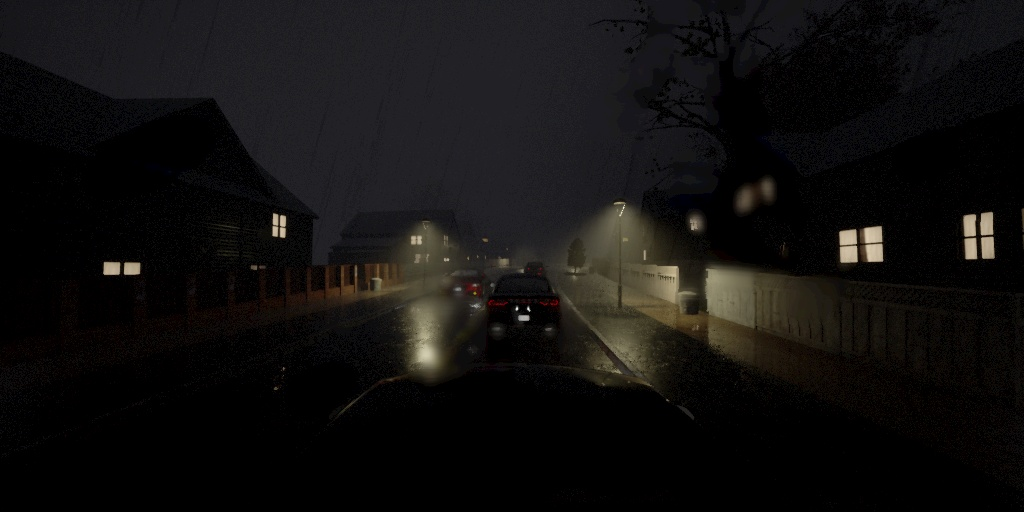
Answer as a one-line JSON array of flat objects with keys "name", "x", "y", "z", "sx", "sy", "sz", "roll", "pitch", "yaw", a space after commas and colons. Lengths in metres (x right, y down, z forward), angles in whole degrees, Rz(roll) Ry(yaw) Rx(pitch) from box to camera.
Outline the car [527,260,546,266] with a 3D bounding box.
[{"name": "car", "x": 2.100, "y": 1.248, "z": 31.436, "sx": 1.837, "sy": 1.490, "sz": 4.892, "roll": 0, "pitch": 0, "yaw": 7}]

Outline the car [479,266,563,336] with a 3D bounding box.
[{"name": "car", "x": 0.345, "y": 1.231, "z": 10.477, "sx": 1.882, "sy": 1.535, "sz": 5.008, "roll": 0, "pitch": 0, "yaw": 2}]

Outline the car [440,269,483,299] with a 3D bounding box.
[{"name": "car", "x": -2.201, "y": 1.325, "z": 17.818, "sx": 1.994, "sy": 1.385, "sz": 4.181, "roll": 0, "pitch": 0, "yaw": 4}]
